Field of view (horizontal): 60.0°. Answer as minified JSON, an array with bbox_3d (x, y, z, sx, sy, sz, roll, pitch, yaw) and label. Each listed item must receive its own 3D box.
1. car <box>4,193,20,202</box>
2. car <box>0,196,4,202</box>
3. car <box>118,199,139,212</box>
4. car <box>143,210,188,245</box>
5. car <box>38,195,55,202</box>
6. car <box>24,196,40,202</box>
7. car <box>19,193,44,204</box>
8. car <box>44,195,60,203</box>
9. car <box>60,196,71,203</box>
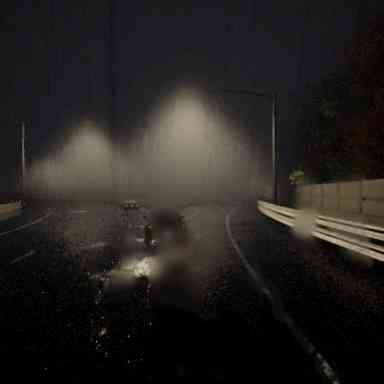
[{"bbox_3d":[-41.029,1.337,77.491,5.566,2.045,2.150,0,0,41],"label":"car"},{"bbox_3d":[-46.792,1.795,82.472,5.008,1.535,1.882,0,0,38],"label":"car"},{"bbox_3d":[-7.740,1.613,40.384,2.033,1.411,5.357,0,0,-21],"label":"car"},{"bbox_3d":[-1.294,1.551,15.620,1.812,1.442,4.674,0,0,-8],"label":"car"},{"bbox_3d":[-36.189,1.585,82.552,4.892,1.490,1.837,0,0,41],"label":"car"},{"bbox_3d":[-38.596,1.651,80.012,4.181,1.385,1.994,0,0,41],"label":"car"},{"bbox_3d":[-33.888,1.449,70.141,2.150,2.045,5.566,0,0,-44],"label":"car"},{"bbox_3d":[-31.318,1.715,72.527,1.837,1.490,4.892,0,0,-44],"label":"car"},{"bbox_3d":[-29.135,1.725,75.317,1.812,1.442,4.674,0,0,-44],"label":"car"}]
